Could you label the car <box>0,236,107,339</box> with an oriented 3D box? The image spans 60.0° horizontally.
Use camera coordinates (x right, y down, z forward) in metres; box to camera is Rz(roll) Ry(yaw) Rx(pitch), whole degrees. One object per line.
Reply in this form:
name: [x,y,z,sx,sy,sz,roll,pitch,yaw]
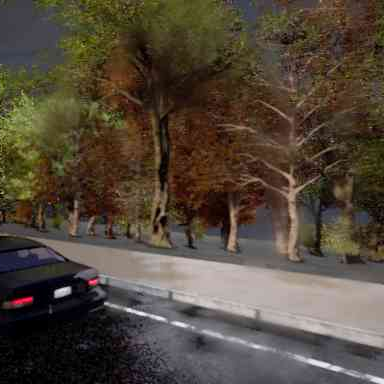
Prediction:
car: [-4.023,1.600,6.550,5.357,1.411,2.033,-1,0,35]
